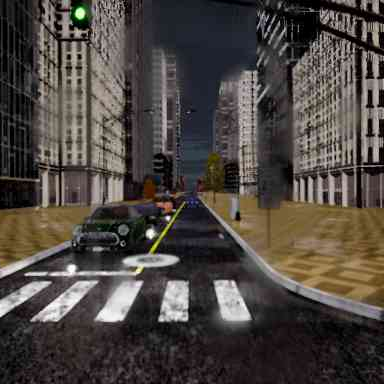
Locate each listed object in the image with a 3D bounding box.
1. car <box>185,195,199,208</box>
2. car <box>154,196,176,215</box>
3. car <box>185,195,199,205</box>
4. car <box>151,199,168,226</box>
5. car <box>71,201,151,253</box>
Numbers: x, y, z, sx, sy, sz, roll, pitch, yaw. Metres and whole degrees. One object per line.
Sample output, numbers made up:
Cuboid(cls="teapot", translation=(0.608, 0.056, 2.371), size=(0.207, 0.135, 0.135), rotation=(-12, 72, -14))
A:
Cuboid(cls="car", translation=(0.024, 1.349, 44.557), size=(2.033, 1.411, 5.357), rotation=(0, 0, 0))
Cuboid(cls="car", translation=(-2.986, 1.221, 32.098), size=(2.097, 1.767, 4.553), rotation=(0, 0, 0))
Cuboid(cls="car", translation=(0.031, 1.248, 54.977), size=(2.128, 1.511, 4.902), rotation=(0, 0, 0))
Cuboid(cls="car", translation=(-3.059, 1.456, 22.774), size=(2.033, 1.411, 5.357), rotation=(0, 0, 0))
Cuboid(cls="car", translation=(-3.112, 1.300, 13.301), size=(2.097, 1.767, 4.553), rotation=(0, 0, 1))
